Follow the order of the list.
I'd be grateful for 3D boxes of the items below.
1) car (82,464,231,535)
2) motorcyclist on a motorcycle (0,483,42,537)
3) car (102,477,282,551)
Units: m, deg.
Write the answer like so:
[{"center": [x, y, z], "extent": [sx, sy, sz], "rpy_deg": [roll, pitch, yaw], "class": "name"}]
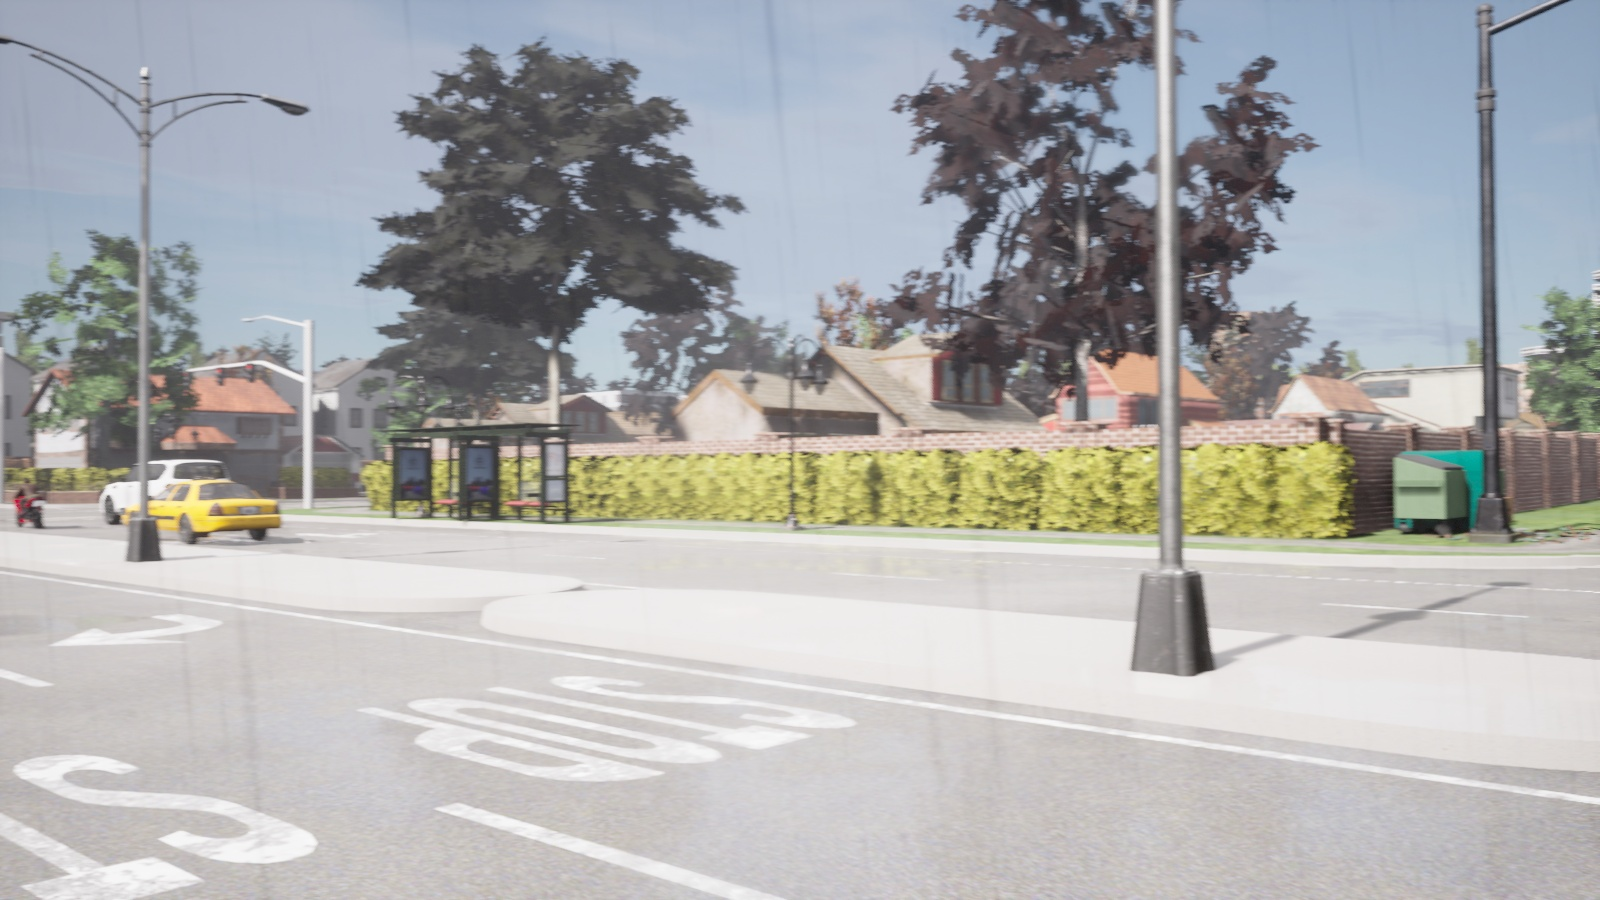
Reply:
[{"center": [-20.047, 1.490, 38.996], "extent": [5.566, 2.045, 2.150], "rpy_deg": [-2, -1, 40], "class": "car"}, {"center": [-23.222, 1.762, 37.104], "extent": [2.044, 1.523, 0.797], "rpy_deg": [-2, -1, 40], "class": "motorcyclist on a motorcycle"}, {"center": [-14.384, 1.465, 29.556], "extent": [5.366, 1.575, 1.801], "rpy_deg": [-2, -1, 40], "class": "car"}]
